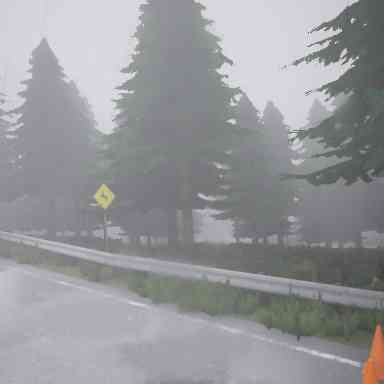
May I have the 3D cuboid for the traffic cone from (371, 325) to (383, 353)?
[{"bbox_3d":[2.322,1.956,4.131,0.340,0.580,0.340,0,0,34],"label":"traffic cone"}]

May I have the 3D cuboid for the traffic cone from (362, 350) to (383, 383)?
[{"bbox_3d":[1.773,1.956,3.298,0.340,0.580,0.340,0,0,34],"label":"traffic cone"}]
